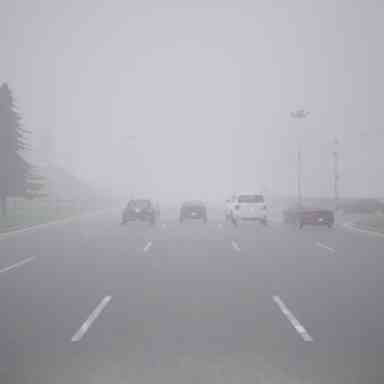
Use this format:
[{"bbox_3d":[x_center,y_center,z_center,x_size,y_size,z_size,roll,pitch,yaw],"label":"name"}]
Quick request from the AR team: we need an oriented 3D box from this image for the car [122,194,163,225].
[{"bbox_3d":[-3.408,1.209,23.038,2.097,1.767,4.553,0,0,0],"label":"car"}]

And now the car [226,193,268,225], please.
[{"bbox_3d":[3.591,1.081,22.609,2.150,2.045,5.566,0,0,0],"label":"car"}]

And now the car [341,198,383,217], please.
[{"bbox_3d":[15.083,1.296,29.260,1.882,1.535,5.008,0,0,-44],"label":"car"}]

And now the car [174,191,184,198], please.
[{"bbox_3d":[-3.533,0.660,88.226,2.150,2.045,5.566,0,0,0],"label":"car"}]

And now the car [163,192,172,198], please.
[{"bbox_3d":[-7.033,0.959,88.752,1.812,1.442,4.674,0,0,0],"label":"car"}]

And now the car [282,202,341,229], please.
[{"bbox_3d":[7.093,1.348,20.778,1.882,1.535,5.008,0,1,0],"label":"car"}]

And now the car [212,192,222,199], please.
[{"bbox_3d":[6.967,0.985,88.202,2.033,1.411,5.357,0,0,0],"label":"car"}]

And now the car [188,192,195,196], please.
[{"bbox_3d":[-0.033,0.913,88.199,1.882,1.535,5.008,0,0,0],"label":"car"}]

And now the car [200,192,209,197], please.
[{"bbox_3d":[3.467,0.788,88.680,2.097,1.767,4.553,0,0,0],"label":"car"}]

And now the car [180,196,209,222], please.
[{"bbox_3d":[0.090,1.323,24.941,1.882,1.535,5.008,0,0,0],"label":"car"}]
